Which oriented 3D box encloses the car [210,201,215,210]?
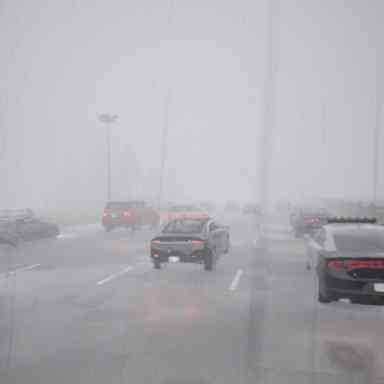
[{"bbox_3d":[2.044,1.999,46.880,1.837,1.490,4.892,-2,-1,14],"label":"car"}]

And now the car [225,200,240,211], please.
[{"bbox_3d":[5.766,1.930,47.299,1.812,1.442,4.674,-2,-1,14],"label":"car"}]

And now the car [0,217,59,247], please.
[{"bbox_3d":[-9.067,2.011,17.811,1.994,1.385,4.181,-2,-1,14],"label":"car"}]

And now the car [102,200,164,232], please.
[{"bbox_3d":[-4.114,1.597,23.028,2.150,2.045,5.566,-2,-1,14],"label":"car"}]

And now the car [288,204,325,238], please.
[{"bbox_3d":[6.345,1.549,17.730,1.837,1.490,4.892,-2,-1,14],"label":"car"}]

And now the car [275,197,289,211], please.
[{"bbox_3d":[11.942,1.762,43.504,1.994,1.385,4.181,-2,-1,16],"label":"car"}]

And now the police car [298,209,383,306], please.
[{"bbox_3d":[3.863,1.421,8.123,1.930,1.638,5.238,-2,-1,15],"label":"police car"}]

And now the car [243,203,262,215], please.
[{"bbox_3d":[6.851,1.862,37.482,1.895,1.301,4.718,-2,-1,14],"label":"car"}]

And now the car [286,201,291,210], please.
[{"bbox_3d":[7.845,1.598,23.540,1.812,1.442,4.674,-2,-1,14],"label":"car"}]

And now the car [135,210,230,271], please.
[{"bbox_3d":[0.121,1.624,11.430,2.128,1.511,4.902,-2,-1,15],"label":"car"}]

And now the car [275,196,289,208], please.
[{"bbox_3d":[14.844,1.608,54.892,2.097,1.767,4.553,-2,-1,14],"label":"car"}]

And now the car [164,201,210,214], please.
[{"bbox_3d":[-0.397,1.639,23.424,2.097,1.767,4.553,-2,-1,14],"label":"car"}]
